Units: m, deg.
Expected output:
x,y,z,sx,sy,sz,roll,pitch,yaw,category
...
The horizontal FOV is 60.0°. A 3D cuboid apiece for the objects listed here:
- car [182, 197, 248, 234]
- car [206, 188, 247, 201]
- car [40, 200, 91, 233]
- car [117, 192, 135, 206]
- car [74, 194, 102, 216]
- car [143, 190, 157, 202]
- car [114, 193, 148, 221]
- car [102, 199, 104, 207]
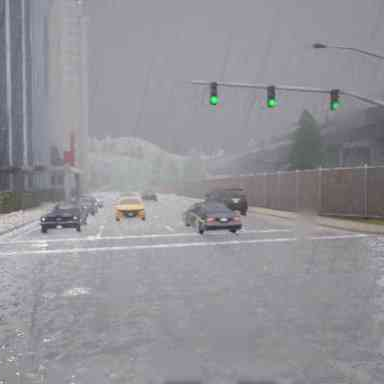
x,y,z,sx,sy,sz,roll,pitch,yaw,category
0.832,1.211,16.778,2.033,1.411,5.357,-1,1,-12,car
2.461,0.714,25.669,2.150,2.045,5.566,-1,1,-12,car
-6.826,1.326,18.101,1.895,1.301,4.718,-1,1,-12,car
-8.475,0.813,42.413,2.128,1.511,4.902,-1,1,-12,car
-8.813,1.080,27.210,2.128,1.511,4.902,-1,1,-12,car
-6.548,0.521,49.955,2.097,1.767,4.553,-1,1,-12,car
-4.373,1.086,23.268,1.882,1.535,5.008,-1,1,-12,car
-10.739,0.978,36.259,1.812,1.442,4.674,-1,1,-11,car
